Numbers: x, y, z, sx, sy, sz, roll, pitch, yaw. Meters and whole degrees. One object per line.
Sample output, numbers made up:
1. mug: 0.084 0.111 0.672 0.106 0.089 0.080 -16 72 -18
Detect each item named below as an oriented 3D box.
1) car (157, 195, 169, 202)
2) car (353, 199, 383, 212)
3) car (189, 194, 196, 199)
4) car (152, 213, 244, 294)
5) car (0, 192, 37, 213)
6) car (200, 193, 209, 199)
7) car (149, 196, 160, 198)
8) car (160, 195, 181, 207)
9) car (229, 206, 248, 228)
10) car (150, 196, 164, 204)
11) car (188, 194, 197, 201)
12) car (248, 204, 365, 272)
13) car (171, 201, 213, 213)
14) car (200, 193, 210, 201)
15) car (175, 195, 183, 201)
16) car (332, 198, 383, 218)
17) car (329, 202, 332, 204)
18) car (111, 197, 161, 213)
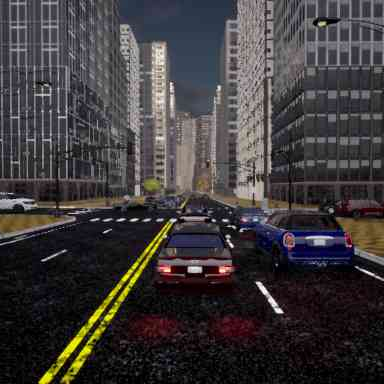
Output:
1. car: -6.360 1.475 72.992 2.033 1.411 5.357 0 0 0
2. car: 21.885 1.640 39.226 4.829 1.417 1.752 1 0 1
3. car: 0.179 1.277 92.189 2.033 1.411 5.357 0 0 0
4. car: 0.110 1.543 8.923 2.033 1.411 5.357 0 0 1
5. car: -18.977 1.066 34.183 5.566 2.045 2.150 1 1 1
6. car: 3.429 1.093 92.152 2.097 1.767 4.553 0 0 0
7. car: -6.493 1.466 52.442 1.837 1.490 4.892 0 0 0
8. car: -3.224 1.315 50.602 2.097 1.767 4.553 0 0 -1
9. car: 3.390 1.536 20.277 2.033 1.411 5.357 0 0 0
10. car: -6.440 1.497 62.322 2.033 1.411 5.357 0 0 0
11. car: 0.159 1.414 81.772 1.837 1.490 4.892 0 0 0
12. car: 3.370 1.347 10.892 2.097 1.767 4.553 0 0 0
13. car: 0.136 1.481 18.668 2.128 1.511 4.902 0 0 0
14. car: 3.409 1.392 81.763 1.882 1.535 5.008 0 0 0
15. car: -3.097 1.426 79.577 1.837 1.490 4.892 0 0 0
16. car: 16.260 1.517 30.950 5.009 1.841 2.192 1 0 1
17. car: 16.485 1.614 36.758 4.892 1.490 1.837 0 1 -1
18. car: -6.191 1.527 36.029 4.718 1.301 1.895 0 1 -23
